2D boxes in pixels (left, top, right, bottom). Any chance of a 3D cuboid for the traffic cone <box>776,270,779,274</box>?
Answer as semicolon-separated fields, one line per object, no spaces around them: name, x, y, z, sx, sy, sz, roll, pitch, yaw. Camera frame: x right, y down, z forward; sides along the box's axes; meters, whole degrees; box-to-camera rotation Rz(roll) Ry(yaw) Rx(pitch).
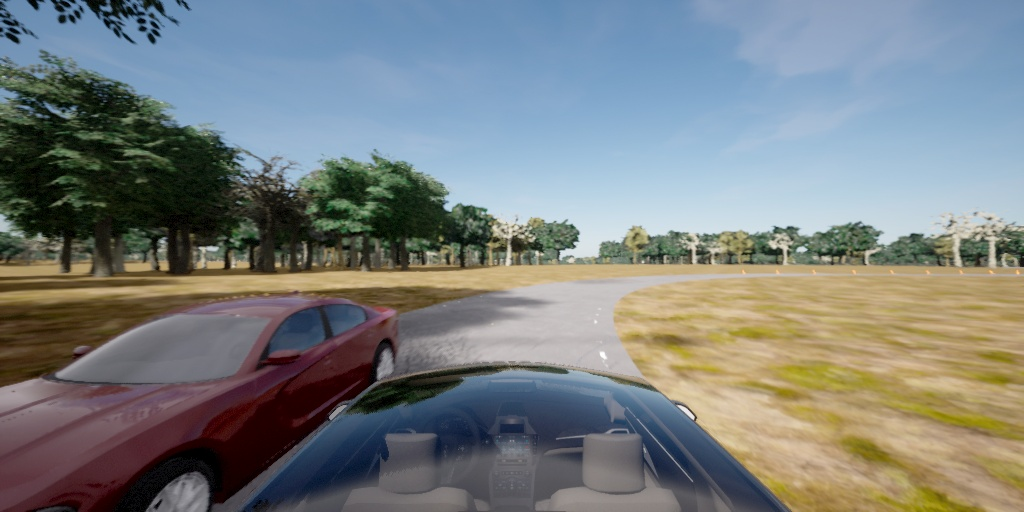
traffic cone;34.986;2.064;47.272;0.340;0.580;0.340;0;0;-9

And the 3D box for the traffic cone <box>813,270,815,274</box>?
traffic cone;40.264;2.085;47.800;0.340;0.580;0.340;0;0;-2

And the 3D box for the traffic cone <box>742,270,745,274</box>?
traffic cone;29.800;2.039;46.146;0.340;0.580;0.340;0;0;-16

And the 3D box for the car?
car;-2.860;1.201;3.820;1.882;1.535;5.008;0;0;4
